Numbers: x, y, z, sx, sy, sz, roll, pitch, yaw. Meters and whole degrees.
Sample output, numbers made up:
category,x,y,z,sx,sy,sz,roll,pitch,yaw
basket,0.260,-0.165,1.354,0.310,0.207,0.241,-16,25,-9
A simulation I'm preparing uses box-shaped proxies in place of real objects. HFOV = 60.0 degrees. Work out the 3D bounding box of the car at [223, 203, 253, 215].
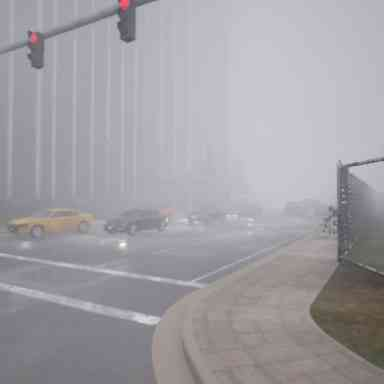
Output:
category,x,y,z,sx,sy,sz,roll,pitch,yaw
car,6.236,2.235,44.034,2.033,1.411,5.357,0,-1,31

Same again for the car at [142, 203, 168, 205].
category,x,y,z,sx,sy,sz,roll,pitch,yaw
car,-3.445,1.729,27.409,2.097,1.767,4.553,0,-1,30

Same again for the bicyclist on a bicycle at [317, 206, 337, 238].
category,x,y,z,sx,sy,sz,roll,pitch,yaw
bicyclist on a bicycle,7.224,1.562,16.941,1.656,1.620,0.582,-1,-1,30

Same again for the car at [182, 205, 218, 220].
category,x,y,z,sx,sy,sz,roll,pitch,yaw
car,0.884,2.080,34.867,1.994,1.385,4.181,0,-1,30

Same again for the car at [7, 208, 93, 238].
category,x,y,z,sx,sy,sz,roll,pitch,yaw
car,-8.099,1.705,19.381,1.882,1.535,5.008,0,-1,30

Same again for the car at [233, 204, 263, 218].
category,x,y,z,sx,sy,sz,roll,pitch,yaw
car,6.609,2.094,37.747,1.837,1.490,4.892,0,-1,30

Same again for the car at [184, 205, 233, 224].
category,x,y,z,sx,sy,sz,roll,pitch,yaw
car,1.368,1.912,28.734,2.128,1.511,4.902,0,-1,30

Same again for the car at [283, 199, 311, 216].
category,x,y,z,sx,sy,sz,roll,pitch,yaw
car,12.968,2.031,41.479,2.097,1.767,4.553,0,-1,31

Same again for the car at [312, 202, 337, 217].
category,x,y,z,sx,sy,sz,roll,pitch,yaw
car,16.158,2.234,39.996,1.994,1.385,4.181,0,-1,31

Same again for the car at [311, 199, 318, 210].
category,x,y,z,sx,sy,sz,roll,pitch,yaw
car,17.999,2.064,50.255,2.150,2.045,5.566,0,-1,30

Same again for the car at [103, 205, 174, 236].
category,x,y,z,sx,sy,sz,roll,pitch,yaw
car,-3.357,1.774,20.584,1.837,1.490,4.892,0,-1,30

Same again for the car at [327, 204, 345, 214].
category,x,y,z,sx,sy,sz,roll,pitch,yaw
car,21.067,2.431,48.564,1.895,1.301,4.718,0,-1,30
